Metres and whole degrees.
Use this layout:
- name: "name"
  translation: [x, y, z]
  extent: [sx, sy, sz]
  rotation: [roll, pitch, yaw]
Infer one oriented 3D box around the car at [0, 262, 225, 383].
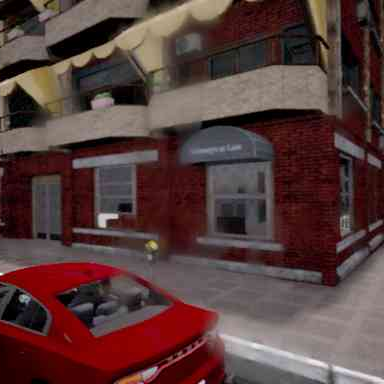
- name: "car"
  translation: [-1.766, 1.571, 4.147]
  extent: [4.507, 1.381, 1.887]
  rotation: [-1, -1, 36]
